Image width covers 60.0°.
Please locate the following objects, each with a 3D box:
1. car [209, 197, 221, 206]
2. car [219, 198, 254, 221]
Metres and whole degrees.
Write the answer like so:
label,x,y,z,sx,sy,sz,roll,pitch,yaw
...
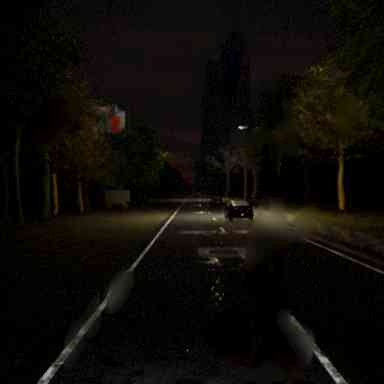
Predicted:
label,x,y,z,sx,sy,sz,roll,pitch,yaw
car,3.662,1.416,49.291,1.994,1.385,4.181,0,0,0
car,3.632,1.417,26.308,2.128,1.511,4.902,0,0,0
